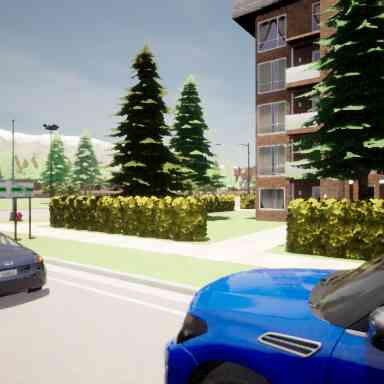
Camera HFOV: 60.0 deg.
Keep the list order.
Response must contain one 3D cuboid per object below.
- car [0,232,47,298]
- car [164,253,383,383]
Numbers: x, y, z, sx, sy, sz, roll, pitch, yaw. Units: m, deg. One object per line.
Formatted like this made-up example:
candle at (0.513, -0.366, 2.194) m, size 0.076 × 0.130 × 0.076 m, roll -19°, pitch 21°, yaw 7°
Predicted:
car at (-5.232, 1.567, 7.693) m, size 4.181 × 1.385 × 1.994 m, roll 0°, pitch 0°, yaw 36°
car at (2.384, 1.221, 2.288) m, size 5.566 × 2.045 × 2.150 m, roll 0°, pitch 0°, yaw 36°
